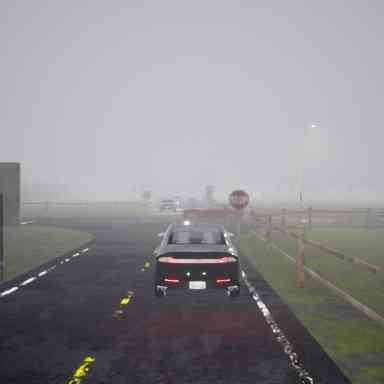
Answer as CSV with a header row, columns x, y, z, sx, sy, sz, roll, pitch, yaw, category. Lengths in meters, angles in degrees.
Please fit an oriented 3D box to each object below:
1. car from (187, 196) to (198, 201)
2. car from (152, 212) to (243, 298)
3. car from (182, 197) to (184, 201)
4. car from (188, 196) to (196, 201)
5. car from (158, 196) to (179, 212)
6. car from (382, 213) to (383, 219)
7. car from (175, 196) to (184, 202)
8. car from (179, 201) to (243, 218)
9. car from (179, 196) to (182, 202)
x,y,z,sx,sy,sz,roll,pitch,yaw,category
0.115,1.469,67.171,1.882,1.535,5.008,0,0,0,car
0.103,1.491,8.511,2.128,1.511,4.902,0,0,0,car
-2.791,1.470,60.042,1.882,1.535,5.008,0,0,1,car
0.018,1.582,81.493,1.895,1.301,4.718,0,0,0,car
-2.795,1.501,38.938,1.837,1.490,4.892,0,0,-1,car
17.555,1.628,25.946,5.008,1.535,1.882,0,0,1,car
-2.733,1.528,74.186,1.994,1.385,4.181,0,0,0,car
1.541,1.604,26.108,4.718,1.301,1.895,0,0,1,car
-2.819,1.595,48.863,1.895,1.301,4.718,0,0,0,car
